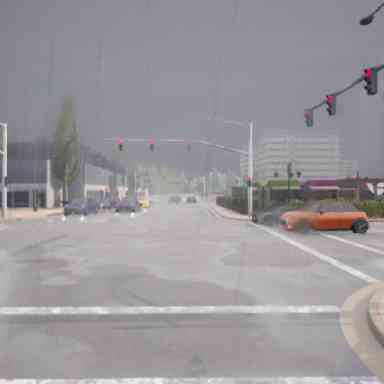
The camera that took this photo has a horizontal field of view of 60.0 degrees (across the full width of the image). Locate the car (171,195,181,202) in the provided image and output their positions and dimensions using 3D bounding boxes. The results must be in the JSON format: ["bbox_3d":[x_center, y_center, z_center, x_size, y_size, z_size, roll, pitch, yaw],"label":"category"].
[{"bbox_3d":[-3.587,1.400,74.958,1.994,1.385,4.181,0,0,0],"label":"car"}]

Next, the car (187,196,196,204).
[{"bbox_3d":[-0.075,1.470,64.689,2.128,1.511,4.902,0,0,0],"label":"car"}]

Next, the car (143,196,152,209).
[{"bbox_3d":[-7.139,1.462,46.340,1.882,1.535,5.008,0,0,0],"label":"car"}]

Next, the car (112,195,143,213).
[{"bbox_3d":[-7.130,1.340,37.221,2.097,1.767,4.553,0,0,0],"label":"car"}]

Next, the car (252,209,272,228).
[{"bbox_3d":[6.085,1.557,21.897,4.181,1.385,1.994,0,0,-1],"label":"car"}]

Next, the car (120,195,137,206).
[{"bbox_3d":[-10.639,1.333,56.084,2.097,1.767,4.553,0,0,0],"label":"car"}]

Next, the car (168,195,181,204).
[{"bbox_3d":[-3.575,1.526,64.685,2.033,1.411,5.357,0,0,0],"label":"car"}]

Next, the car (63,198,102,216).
[{"bbox_3d":[-10.714,1.341,32.378,2.097,1.767,4.553,0,0,2],"label":"car"}]

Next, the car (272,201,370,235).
[{"bbox_3d":[7.096,1.346,18.222,4.553,1.767,2.097,0,0,-4],"label":"car"}]

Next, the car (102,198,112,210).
[{"bbox_3d":[-10.642,1.477,41.530,2.128,1.511,4.902,0,0,0],"label":"car"}]

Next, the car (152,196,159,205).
[{"bbox_3d":[-7.121,1.506,60.307,1.812,1.442,4.674,0,0,0],"label":"car"}]
